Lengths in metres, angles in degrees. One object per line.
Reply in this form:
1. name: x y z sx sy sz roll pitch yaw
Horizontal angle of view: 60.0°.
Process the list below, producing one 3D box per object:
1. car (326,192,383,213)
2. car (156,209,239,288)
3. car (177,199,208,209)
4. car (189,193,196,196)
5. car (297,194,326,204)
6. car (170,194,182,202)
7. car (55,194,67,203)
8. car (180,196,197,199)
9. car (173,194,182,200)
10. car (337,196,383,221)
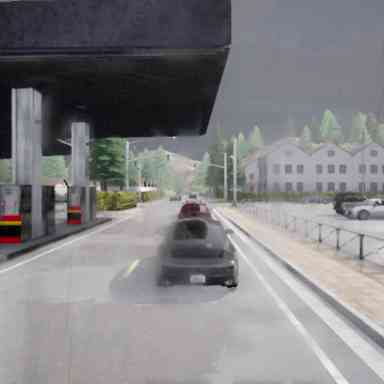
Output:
1. car: 13.331 0.934 26.731 3.866 1.878 1.905 0 0 0
2. car: 0.118 1.457 9.039 1.837 1.490 4.892 0 1 0
3. car: 0.139 1.376 18.924 1.882 1.535 5.008 0 0 0
4. car: 0.165 1.072 79.957 1.837 1.490 4.892 0 0 0
5. car: 18.063 1.036 49.363 4.902 1.511 2.128 0 0 0
6. car: -3.362 1.205 66.941 1.994 1.385 4.181 0 0 0
7. car: -19.353 1.051 49.315 4.902 1.511 2.128 1 1 0
8. car: 0.157 1.349 28.902 1.837 1.490 4.892 0 0 0
9. car: -3.342 1.183 76.936 1.895 1.301 4.718 0 0 0
10. car: 12.733 1.236 23.405 3.806 1.475 1.970 0 0 0
